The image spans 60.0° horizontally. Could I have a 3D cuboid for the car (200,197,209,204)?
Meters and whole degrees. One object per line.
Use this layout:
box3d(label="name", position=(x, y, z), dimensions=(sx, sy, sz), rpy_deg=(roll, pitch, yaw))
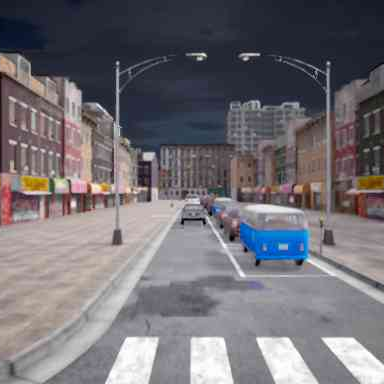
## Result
box3d(label="car", position=(2.636, 1.769, 71.843), dimensions=(1.752, 1.417, 4.829), rpy_deg=(0, 0, 0))

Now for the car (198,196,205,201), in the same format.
box3d(label="car", position=(2.636, 1.873, 93.575), dimensions=(2.008, 1.369, 4.403), rpy_deg=(0, 0, 0))

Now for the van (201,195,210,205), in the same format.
box3d(label="van", position=(2.635, 1.565, 66.198), dimensions=(1.690, 1.788, 3.998), rpy_deg=(0, 0, 0))

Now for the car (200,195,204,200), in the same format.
box3d(label="car", position=(2.635, 1.459, 44.297), dimensions=(2.192, 1.841, 5.009), rpy_deg=(0, 0, 0))

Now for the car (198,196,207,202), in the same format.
box3d(label="car", position=(2.636, 1.723, 82.624), dimensions=(1.967, 1.590, 4.097), rpy_deg=(0, 0, 0))

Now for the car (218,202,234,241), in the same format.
box3d(label="car", position=(2.636, 1.488, 16.919), dimensions=(1.967, 1.590, 4.097), rpy_deg=(0, 0, 0))

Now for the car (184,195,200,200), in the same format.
box3d(label="car", position=(0.063, 1.384, 48.765), dimensions=(2.150, 2.045, 5.566), rpy_deg=(0, 0, 0))

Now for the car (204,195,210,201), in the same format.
box3d(label="car", position=(2.634, 1.420, 33.344), dimensions=(2.192, 1.841, 5.009), rpy_deg=(0, 0, 0))

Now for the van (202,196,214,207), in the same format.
box3d(label="van", position=(2.635, 1.525, 55.247), dimensions=(1.690, 1.788, 3.998), rpy_deg=(0, 0, 0))

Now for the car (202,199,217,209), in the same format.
box3d(label="car", position=(2.636, 1.715, 49.771), dimensions=(2.008, 1.369, 4.403), rpy_deg=(0, 0, 0))

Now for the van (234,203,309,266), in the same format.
box3d(label="van", position=(2.635, 1.372, 11.444), dimensions=(1.690, 1.788, 3.998), rpy_deg=(0, 0, 0))

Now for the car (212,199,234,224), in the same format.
box3d(label="car", position=(2.635, 1.507, 22.395), dimensions=(1.967, 1.590, 4.097), rpy_deg=(0, 0, 0))

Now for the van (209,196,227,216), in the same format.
box3d(label="van", position=(2.635, 1.426, 27.871), dimensions=(1.690, 1.788, 3.998), rpy_deg=(0, 0, 0))

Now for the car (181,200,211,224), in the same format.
box3d(label="car", position=(0.102, 1.624, 25.546), dimensions=(2.033, 1.411, 5.357), rpy_deg=(0, 0, 0))

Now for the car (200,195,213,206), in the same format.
box3d(label="car", position=(2.635, 1.519, 60.723), dimensions=(2.192, 1.841, 5.009), rpy_deg=(0, 0, 0))
